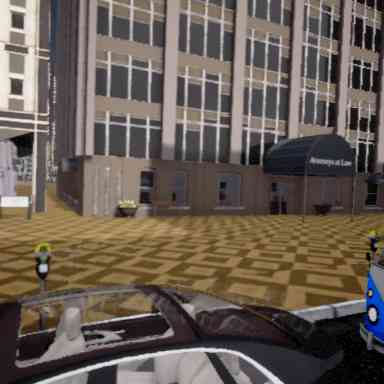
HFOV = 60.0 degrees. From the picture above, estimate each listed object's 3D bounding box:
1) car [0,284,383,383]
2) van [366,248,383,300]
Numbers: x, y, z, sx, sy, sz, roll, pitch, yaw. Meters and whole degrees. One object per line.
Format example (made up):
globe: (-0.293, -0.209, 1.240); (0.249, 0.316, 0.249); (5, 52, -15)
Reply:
car: (-0.910, 1.416, 2.078); (4.403, 1.369, 2.008); (1, 2, -25)
van: (4.107, 1.322, 4.391); (3.998, 1.788, 1.690); (1, 2, -25)
